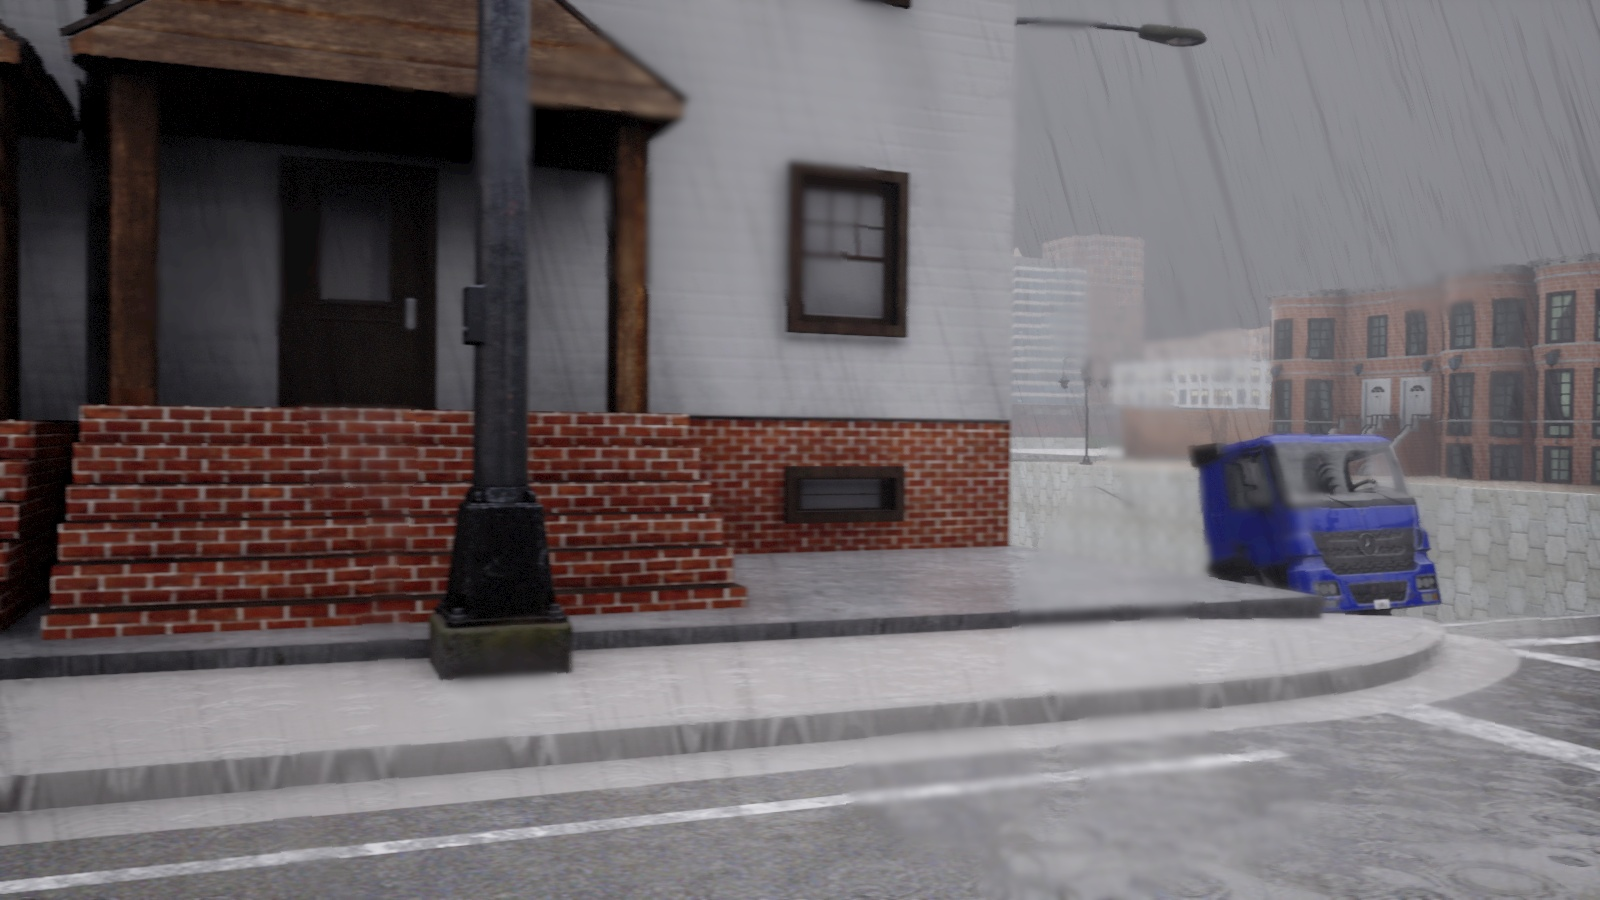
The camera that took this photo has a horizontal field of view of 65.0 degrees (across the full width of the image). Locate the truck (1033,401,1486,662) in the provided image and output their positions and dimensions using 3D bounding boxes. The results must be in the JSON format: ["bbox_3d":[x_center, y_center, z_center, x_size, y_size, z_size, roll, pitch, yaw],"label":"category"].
[{"bbox_3d":[7.861,1.783,23.164,2.891,3.462,7.936,-2,-12,-22],"label":"truck"}]
